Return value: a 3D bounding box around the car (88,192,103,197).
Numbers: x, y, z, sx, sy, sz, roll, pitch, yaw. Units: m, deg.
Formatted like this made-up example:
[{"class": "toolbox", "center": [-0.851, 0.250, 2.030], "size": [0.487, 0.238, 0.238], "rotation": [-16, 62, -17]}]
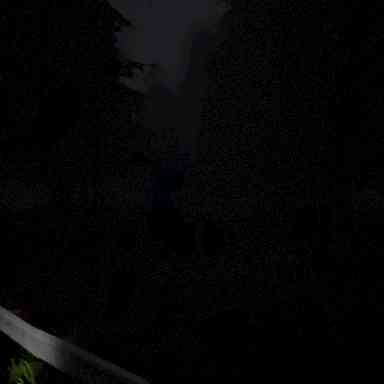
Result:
[{"class": "car", "center": [-17.461, 0.715, 59.675], "size": [1.994, 1.385, 4.181], "rotation": [-5, 1, 9]}]
